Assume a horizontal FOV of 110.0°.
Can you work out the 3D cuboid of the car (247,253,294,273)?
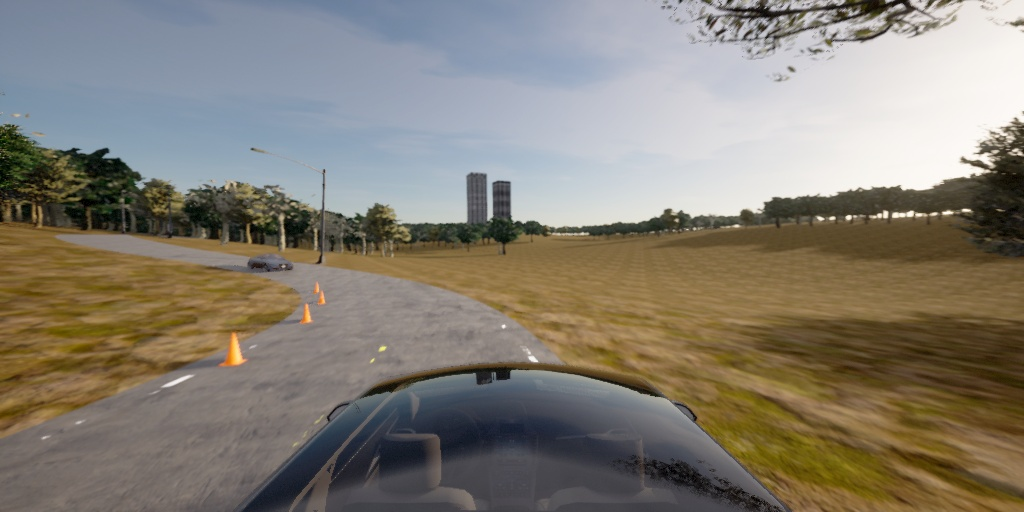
[{"bbox_3d":[-20.137,0.511,29.911,4.181,1.385,1.994,5,5,30],"label":"car"}]

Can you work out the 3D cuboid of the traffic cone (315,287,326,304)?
[{"bbox_3d":[-8.308,1.795,15.683,0.340,0.580,0.340,0,0,-27],"label":"traffic cone"}]

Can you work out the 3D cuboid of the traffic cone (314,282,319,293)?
[{"bbox_3d":[-10.670,1.698,19.636,0.340,0.580,0.340,0,0,-35],"label":"traffic cone"}]

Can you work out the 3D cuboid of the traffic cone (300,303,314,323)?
[{"bbox_3d":[-6.540,1.810,11.430,0.340,0.580,0.340,0,0,-18],"label":"traffic cone"}]

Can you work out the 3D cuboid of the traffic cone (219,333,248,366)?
[{"bbox_3d":[-5.398,1.784,6.963,0.340,0.580,0.340,0,0,-10],"label":"traffic cone"}]
